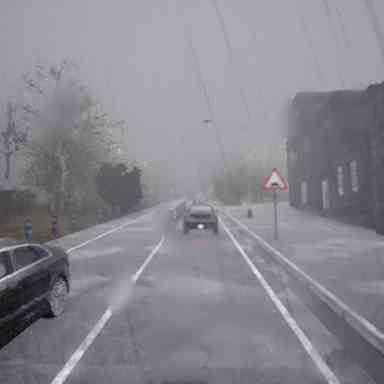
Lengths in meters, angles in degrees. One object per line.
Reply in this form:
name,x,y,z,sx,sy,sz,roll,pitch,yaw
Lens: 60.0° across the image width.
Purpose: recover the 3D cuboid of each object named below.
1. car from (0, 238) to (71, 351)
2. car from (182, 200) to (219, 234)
car,-3.278,1.476,4.521,2.128,1.511,4.902,0,0,1
car,0.489,1.450,18.962,1.837,1.490,4.892,0,0,1
